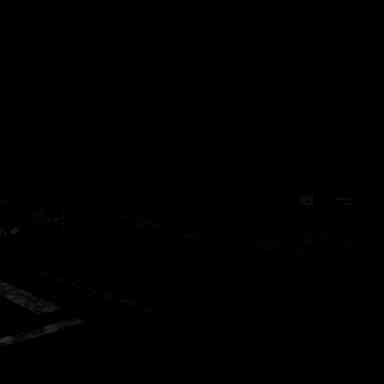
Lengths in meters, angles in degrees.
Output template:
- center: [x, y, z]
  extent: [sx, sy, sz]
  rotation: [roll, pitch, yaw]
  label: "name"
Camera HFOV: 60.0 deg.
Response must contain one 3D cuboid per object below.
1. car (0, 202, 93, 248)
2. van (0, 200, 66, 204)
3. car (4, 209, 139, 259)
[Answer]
- center: [-6.353, 1.527, 15.224]
  extent: [2.185, 1.767, 4.553]
  rotation: [-1, -1, 43]
  label: "car"
- center: [-8.469, 1.448, 16.997]
  extent: [1.878, 1.987, 4.442]
  rotation: [-1, -1, 43]
  label: "van"
- center: [-4.363, 1.630, 13.316]
  extent: [2.231, 1.521, 4.892]
  rotation: [-1, -1, 43]
  label: "car"
